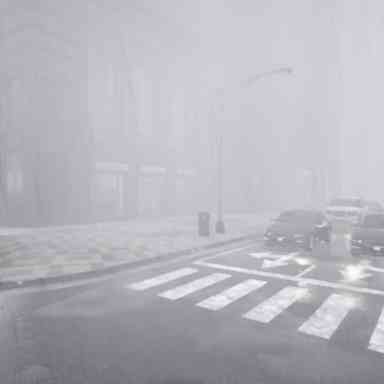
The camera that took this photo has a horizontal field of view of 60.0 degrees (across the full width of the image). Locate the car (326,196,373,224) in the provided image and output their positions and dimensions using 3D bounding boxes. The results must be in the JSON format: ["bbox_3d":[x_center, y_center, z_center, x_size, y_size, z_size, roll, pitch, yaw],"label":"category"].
[{"bbox_3d":[10.642,1.334,22.844,2.150,2.045,5.566,1,0,35],"label":"car"}]

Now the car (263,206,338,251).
[{"bbox_3d":[4.760,1.561,14.632,1.837,1.490,4.892,1,0,36],"label":"car"}]

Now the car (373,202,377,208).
[{"bbox_3d":[16.636,1.662,31.188,2.128,1.511,4.902,1,0,36],"label":"car"}]

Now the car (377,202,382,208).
[{"bbox_3d":[13.331,1.501,21.011,2.097,1.767,4.553,1,0,36],"label":"car"}]

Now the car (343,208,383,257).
[{"bbox_3d":[7.407,1.597,12.746,1.837,1.490,4.892,1,0,36],"label":"car"}]
